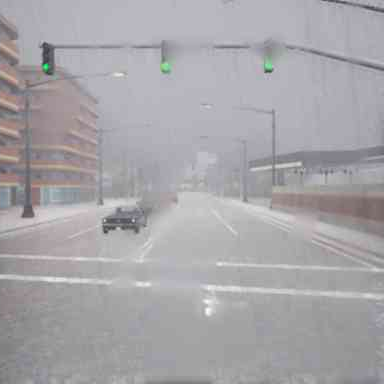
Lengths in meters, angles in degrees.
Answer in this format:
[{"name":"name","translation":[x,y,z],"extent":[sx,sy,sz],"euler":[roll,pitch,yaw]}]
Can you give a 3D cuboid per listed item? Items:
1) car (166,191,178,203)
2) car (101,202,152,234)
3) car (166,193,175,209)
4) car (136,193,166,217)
[{"name":"car","translation":[-3.551,0.815,55.879],"extent":[2.150,2.045,5.566],"euler":[0,0,0]},{"name":"car","translation":[-3.614,1.478,18.603],"extent":[1.895,1.301,4.718],"euler":[0,0,0]},{"name":"car","translation":[-3.596,1.195,39.901],"extent":[2.128,1.511,4.902],"euler":[0,0,0]},{"name":"car","translation":[-3.616,1.148,28.471],"extent":[2.097,1.767,4.553],"euler":[0,0,-1]}]
